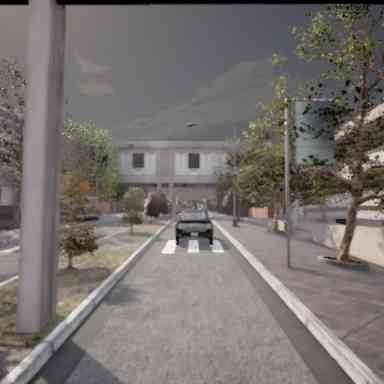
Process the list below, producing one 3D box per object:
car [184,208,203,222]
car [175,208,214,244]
[{"bbox_3d":[0.121,2.397,35.699,1.895,1.301,4.718,0,-2,0],"label":"car"},{"bbox_3d":[0.116,1.753,17.416,2.128,1.511,4.902,0,-1,0],"label":"car"}]
